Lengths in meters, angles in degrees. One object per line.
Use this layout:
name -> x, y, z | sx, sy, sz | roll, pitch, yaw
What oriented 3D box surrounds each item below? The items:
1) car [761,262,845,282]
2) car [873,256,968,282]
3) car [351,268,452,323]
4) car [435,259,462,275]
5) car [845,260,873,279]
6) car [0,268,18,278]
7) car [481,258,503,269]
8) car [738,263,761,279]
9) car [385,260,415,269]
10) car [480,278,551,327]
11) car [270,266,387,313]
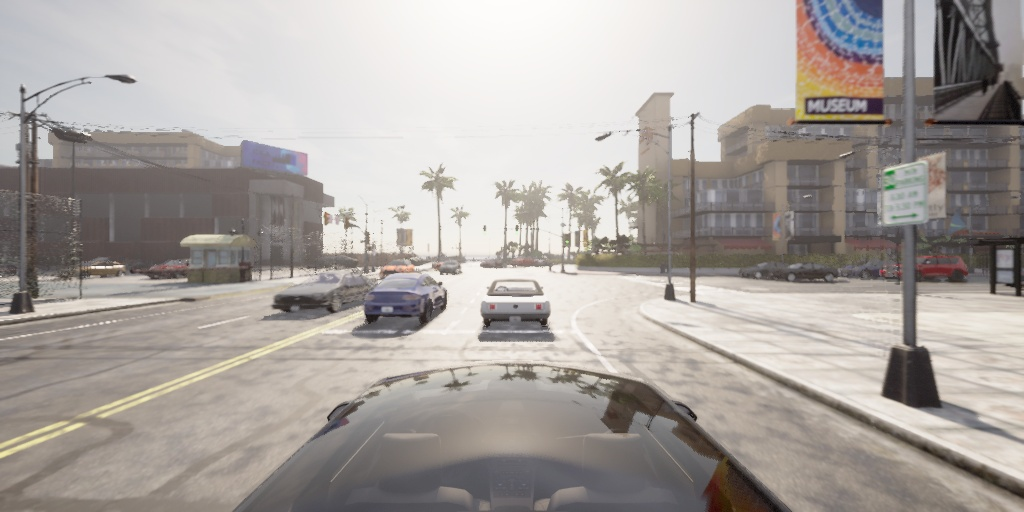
car -> 23.752, 1.274, 29.368 | 5.008, 1.535, 1.882 | 0, 0, 0
car -> 33.739, 1.018, 29.444 | 5.566, 2.045, 2.150 | 0, 0, 0
car -> -3.403, 1.293, 12.086 | 1.812, 1.442, 4.674 | 0, 0, 0
car -> -6.934, 1.322, 40.741 | 1.837, 1.490, 4.892 | 0, 0, 2
car -> 32.846, 1.154, 32.934 | 4.553, 1.767, 2.097 | 0, 0, 0
car -> -10.600, 0.976, 4.123 | 2.150, 2.045, 5.566 | 0, 0, 0
car -> -3.342, 1.202, 60.306 | 2.097, 1.767, 4.553 | 0, 0, 23
car -> 23.409, 1.307, 32.865 | 4.892, 1.490, 1.837 | 0, 0, 0
car -> -10.543, 1.155, 33.287 | 2.097, 1.767, 4.553 | 0, 0, 1
car -> 0.097, 1.368, 11.627 | 1.895, 1.301, 4.718 | 0, 0, 0
car -> -7.100, 1.319, 14.388 | 2.033, 1.411, 5.357 | 0, 0, 0
